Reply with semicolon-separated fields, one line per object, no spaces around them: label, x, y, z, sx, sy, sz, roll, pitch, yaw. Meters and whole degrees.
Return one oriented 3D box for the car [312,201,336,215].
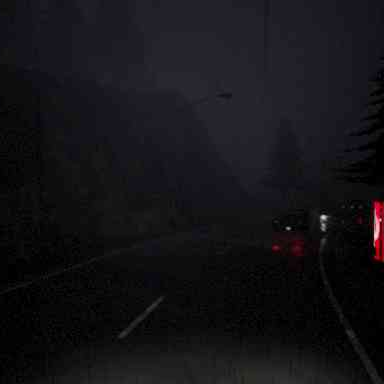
car;14.289;1.693;36.376;1.812;1.442;4.674;1;0;41

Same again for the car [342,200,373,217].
car;17.156;1.559;34.394;2.097;1.767;4.553;1;0;41

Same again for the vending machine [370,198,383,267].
vending machine;6.387;1.267;10.626;1.100;2.100;0.880;1;0;20

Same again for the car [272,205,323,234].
car;6.350;1.686;20.003;1.895;1.301;4.718;1;0;30
